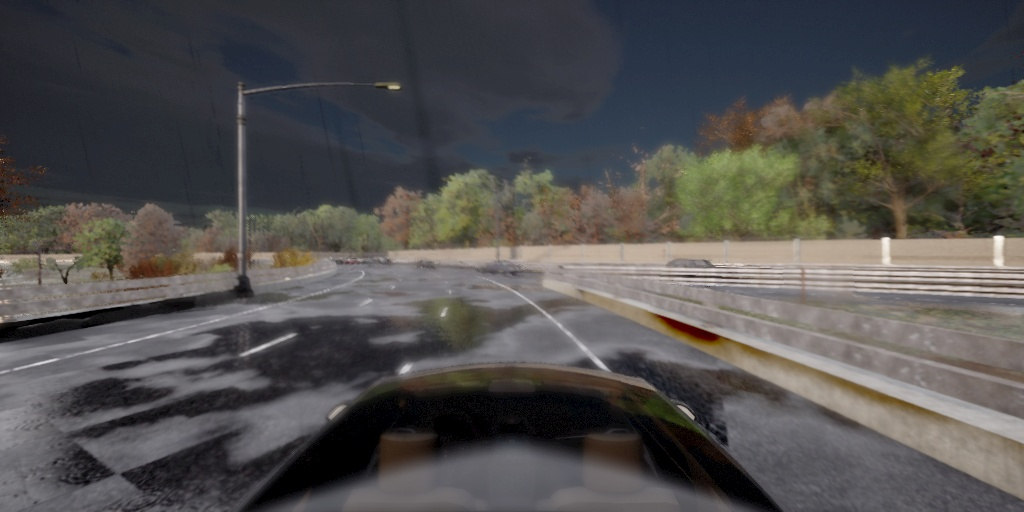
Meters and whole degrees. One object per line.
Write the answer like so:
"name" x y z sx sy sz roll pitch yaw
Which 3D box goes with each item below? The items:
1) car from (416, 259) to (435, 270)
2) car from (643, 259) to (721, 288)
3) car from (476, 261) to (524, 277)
"car" -12.758 1.133 52.829 1.837 1.490 4.892 3 2 -28
"car" 10.880 0.963 23.209 4.553 1.767 2.097 0 0 36
"car" -1.204 1.188 34.735 2.033 1.411 5.357 0 0 -43
